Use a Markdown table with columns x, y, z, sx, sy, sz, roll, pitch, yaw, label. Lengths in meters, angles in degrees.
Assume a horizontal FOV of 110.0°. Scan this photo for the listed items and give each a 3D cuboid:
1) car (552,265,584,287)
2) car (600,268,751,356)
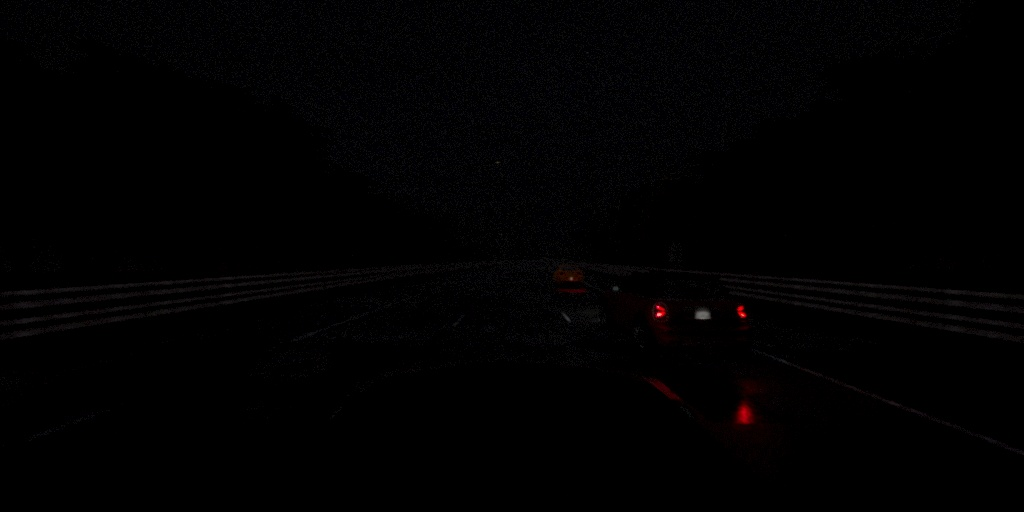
| x | y | z | sx | sy | sz | roll | pitch | yaw | label |
| --- | --- | --- | --- | --- | --- | --- | --- | --- | --- |
| 4.088 | 1.398 | 26.682 | 1.882 | 1.535 | 5.008 | 0 | 0 | 2 | car |
| 3.656 | 1.154 | 8.954 | 2.097 | 1.767 | 4.553 | 0 | 0 | 1 | car |
